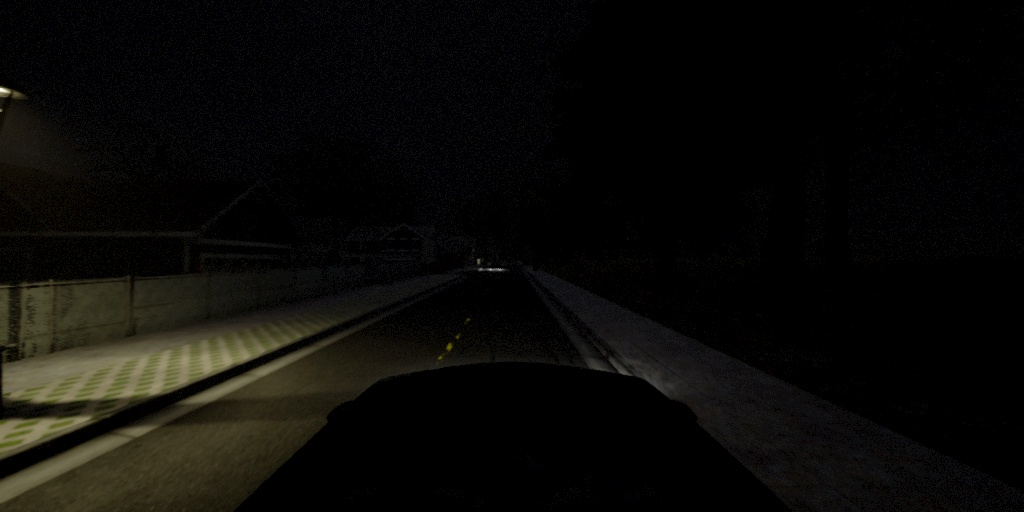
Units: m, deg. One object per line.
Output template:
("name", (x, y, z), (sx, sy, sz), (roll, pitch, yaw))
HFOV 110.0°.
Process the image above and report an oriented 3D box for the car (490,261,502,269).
("car", (-2.745, 1.453, 60.398), (1.895, 1.301, 4.718), (0, 0, 0))
